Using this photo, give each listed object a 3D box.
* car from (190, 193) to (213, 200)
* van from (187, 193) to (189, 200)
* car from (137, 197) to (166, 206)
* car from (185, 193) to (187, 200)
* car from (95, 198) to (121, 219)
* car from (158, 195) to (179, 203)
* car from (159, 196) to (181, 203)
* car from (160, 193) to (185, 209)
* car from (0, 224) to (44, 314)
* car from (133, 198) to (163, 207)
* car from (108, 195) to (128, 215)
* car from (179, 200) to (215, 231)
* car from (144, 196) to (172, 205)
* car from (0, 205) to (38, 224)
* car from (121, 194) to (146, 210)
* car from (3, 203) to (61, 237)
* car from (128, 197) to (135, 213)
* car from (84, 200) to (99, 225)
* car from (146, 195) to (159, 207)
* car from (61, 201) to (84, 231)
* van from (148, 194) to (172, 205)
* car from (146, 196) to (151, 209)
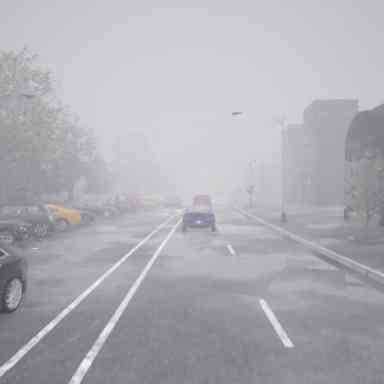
[{"bbox_3d":[1.235,1.294,39.517,2.150,2.045,5.566,0,0,3],"label":"car"},{"bbox_3d":[-3.929,1.486,90.661,4.442,1.987,1.878,-1,0,-13],"label":"van"},{"bbox_3d":[-7.094,1.695,58.193,4.674,1.452,2.002,-1,0,-16],"label":"car"},{"bbox_3d":[-4.644,1.710,81.901,5.366,1.575,1.946,-1,0,-14],"label":"car"},{"bbox_3d":[-8.891,1.529,28.586,4.892,1.521,2.231,-1,0,-18],"label":"car"},{"bbox_3d":[-5.434,1.584,75.952,4.553,1.767,2.185,-1,0,-14],"label":"car"},{"bbox_3d":[-5.155,1.715,78.902,4.892,1.521,2.231,-1,0,-14],"label":"car"},{"bbox_3d":[-2.643,1.329,47.249,2.150,2.045,5.566,0,0,4],"label":"car"},{"bbox_3d":[-4.207,1.506,4.792,1.837,1.490,4.892,0,0,0],"label":"car"},{"bbox_3d":[-7.309,1.681,55.253,4.674,1.452,2.002,0,-1,-15],"label":"car"},{"bbox_3d":[-8.727,1.411,31.555,4.553,1.767,2.185,-1,0,-18],"label":"car"},{"bbox_3d":[0.440,1.496,20.652,1.882,1.535,5.008,0,0,2],"label":"car"},{"bbox_3d":[-6.598,1.680,64.113,5.008,1.535,2.097,-1,0,-15],"label":"car"},{"bbox_3d":[-9.336,1.497,13.736,5.008,1.535,2.097,-1,0,-19],"label":"car"},{"bbox_3d":[-8.502,1.307,37.474,5.566,2.045,2.435,-1,0,-17],"label":"car"},{"bbox_3d":[-9.231,1.375,16.707,4.553,1.767,2.185,-1,0,-19],"label":"car"},{"bbox_3d":[-8.624,1.587,34.521,4.674,1.452,2.002,-1,-1,-17],"label":"car"},{"bbox_3d":[-9.066,1.542,22.653,4.792,1.488,2.163,-1,0,-18],"label":"car"},{"bbox_3d":[-7.776,1.590,46.436,5.366,1.575,1.946,-1,-1,-17],"label":"car"},{"bbox_3d":[-9.179,1.506,19.671,5.008,1.535,2.097,-1,0,-19],"label":"car"},{"bbox_3d":[-6.451,1.466,67.040,4.442,1.987,1.878,-1,0,-15],"label":"van"},{"bbox_3d":[-8.140,1.622,43.418,4.674,1.452,2.002,-1,-1,-17],"label":"car"}]
